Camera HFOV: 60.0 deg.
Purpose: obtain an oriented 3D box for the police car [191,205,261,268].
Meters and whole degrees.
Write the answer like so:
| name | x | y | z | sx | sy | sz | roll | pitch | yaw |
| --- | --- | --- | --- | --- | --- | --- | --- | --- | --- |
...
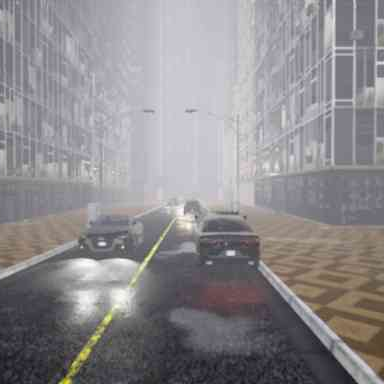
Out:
| name | x | y | z | sx | sy | sz | roll | pitch | yaw |
| --- | --- | --- | --- | --- | --- | --- | --- | --- | --- |
| police car | 1.048 | 1.455 | 11.564 | 1.930 | 1.638 | 5.238 | 0 | 0 | 0 |

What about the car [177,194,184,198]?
| name | x | y | z | sx | sy | sz | roll | pitch | yaw |
| --- | --- | --- | --- | --- | --- | --- | --- | --- | --- |
| car | -3.015 | 1.520 | 86.433 | 2.150 | 2.045 | 5.566 | 0 | 0 | 0 |

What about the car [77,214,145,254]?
| name | x | y | z | sx | sy | sz | roll | pitch | yaw |
| --- | --- | --- | --- | --- | --- | --- | --- | --- | --- |
| car | -3.103 | 1.598 | 13.476 | 1.994 | 1.385 | 4.181 | 0 | 0 | 0 |

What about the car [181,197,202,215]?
| name | x | y | z | sx | sy | sz | roll | pitch | yaw |
| --- | --- | --- | --- | --- | --- | --- | --- | --- | --- |
| car | 0.048 | 1.604 | 35.701 | 1.837 | 1.490 | 4.892 | 0 | 0 | 0 |

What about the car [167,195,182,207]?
| name | x | y | z | sx | sy | sz | roll | pitch | yaw |
| --- | --- | --- | --- | --- | --- | --- | --- | --- | --- |
| car | -3.083 | 1.691 | 54.932 | 1.812 | 1.442 | 4.674 | 0 | 0 | 0 |
